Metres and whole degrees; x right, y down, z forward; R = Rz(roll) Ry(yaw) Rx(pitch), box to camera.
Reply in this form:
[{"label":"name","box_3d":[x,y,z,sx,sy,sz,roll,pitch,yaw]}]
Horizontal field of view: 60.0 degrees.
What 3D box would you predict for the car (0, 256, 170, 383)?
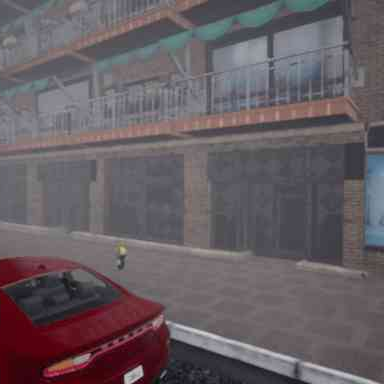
[{"label":"car","box_3d":[-2.354,1.533,4.331,4.507,1.381,1.887,0,1,35]}]
